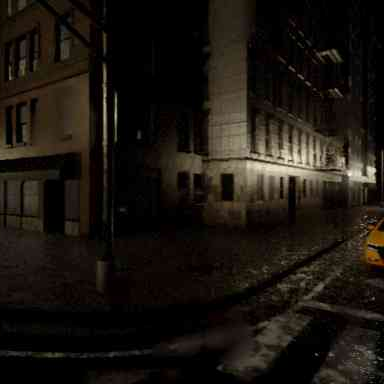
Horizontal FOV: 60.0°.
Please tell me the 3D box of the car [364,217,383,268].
[{"bbox_3d":[6.921,1.474,10.716,1.882,1.535,5.008,0,0,36],"label":"car"}]
